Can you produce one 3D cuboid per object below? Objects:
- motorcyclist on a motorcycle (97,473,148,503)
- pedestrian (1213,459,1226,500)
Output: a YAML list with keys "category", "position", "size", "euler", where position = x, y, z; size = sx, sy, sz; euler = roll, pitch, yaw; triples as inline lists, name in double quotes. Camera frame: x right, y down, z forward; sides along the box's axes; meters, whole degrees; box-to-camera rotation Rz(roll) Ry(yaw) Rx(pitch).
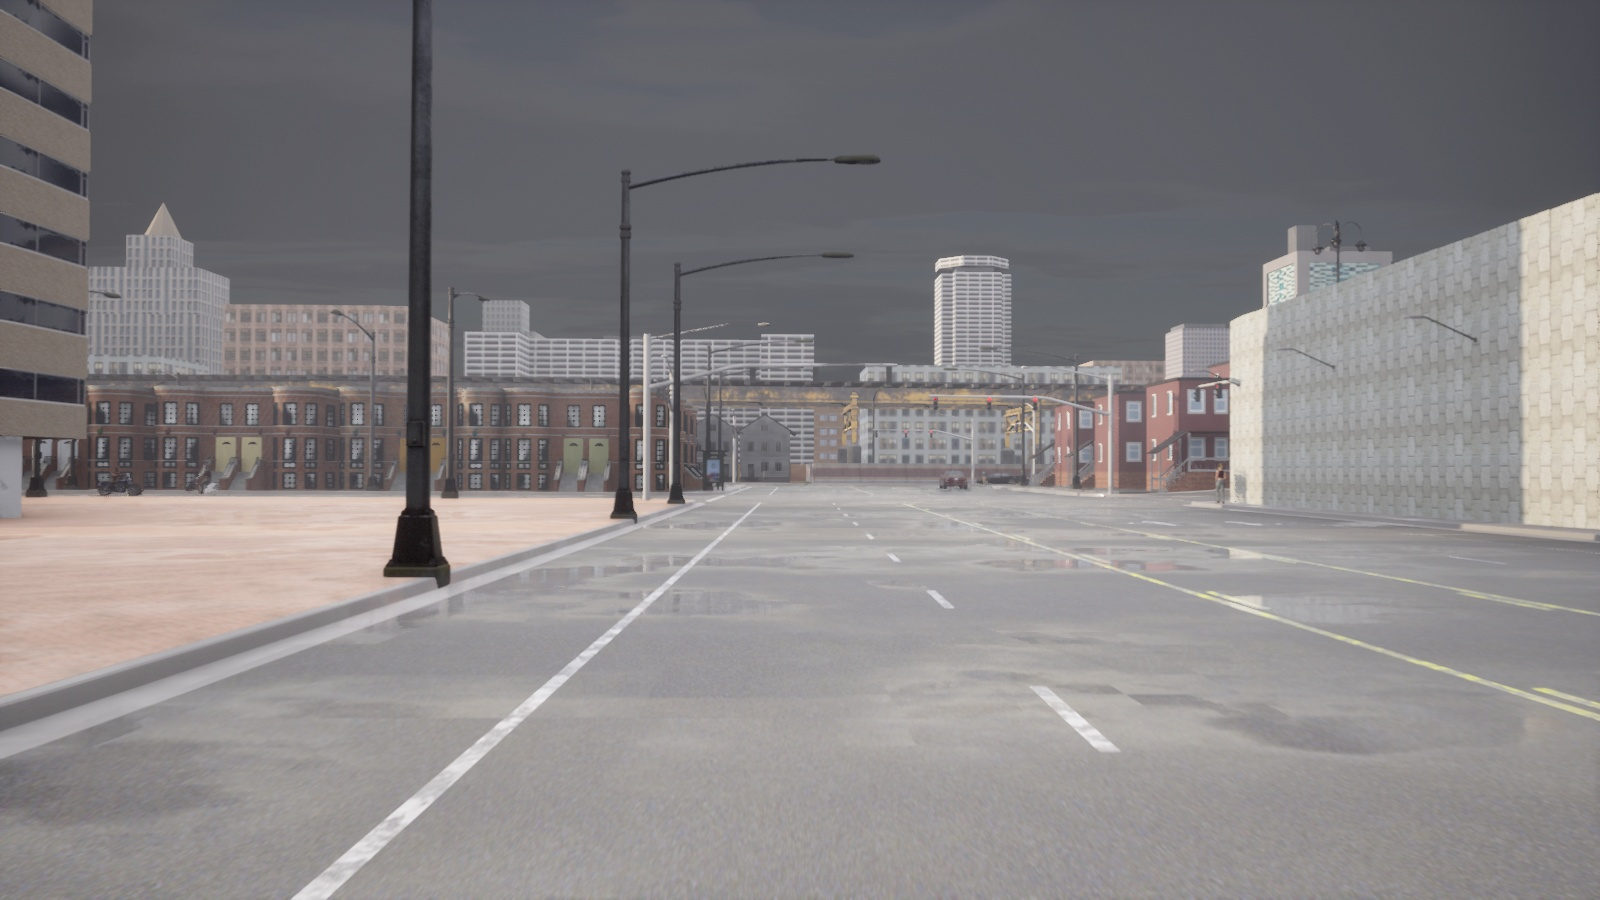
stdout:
- category: "motorcyclist on a motorcycle"
  position: [-37.408, 2.076, 69.353]
  size: [2.350, 1.649, 0.766]
  euler: [0, -1, 0]
- category: "pedestrian"
  position: [19.176, 1.354, 57.394]
  size: [0.345, 1.836, 0.594]
  euler: [0, -1, 0]
